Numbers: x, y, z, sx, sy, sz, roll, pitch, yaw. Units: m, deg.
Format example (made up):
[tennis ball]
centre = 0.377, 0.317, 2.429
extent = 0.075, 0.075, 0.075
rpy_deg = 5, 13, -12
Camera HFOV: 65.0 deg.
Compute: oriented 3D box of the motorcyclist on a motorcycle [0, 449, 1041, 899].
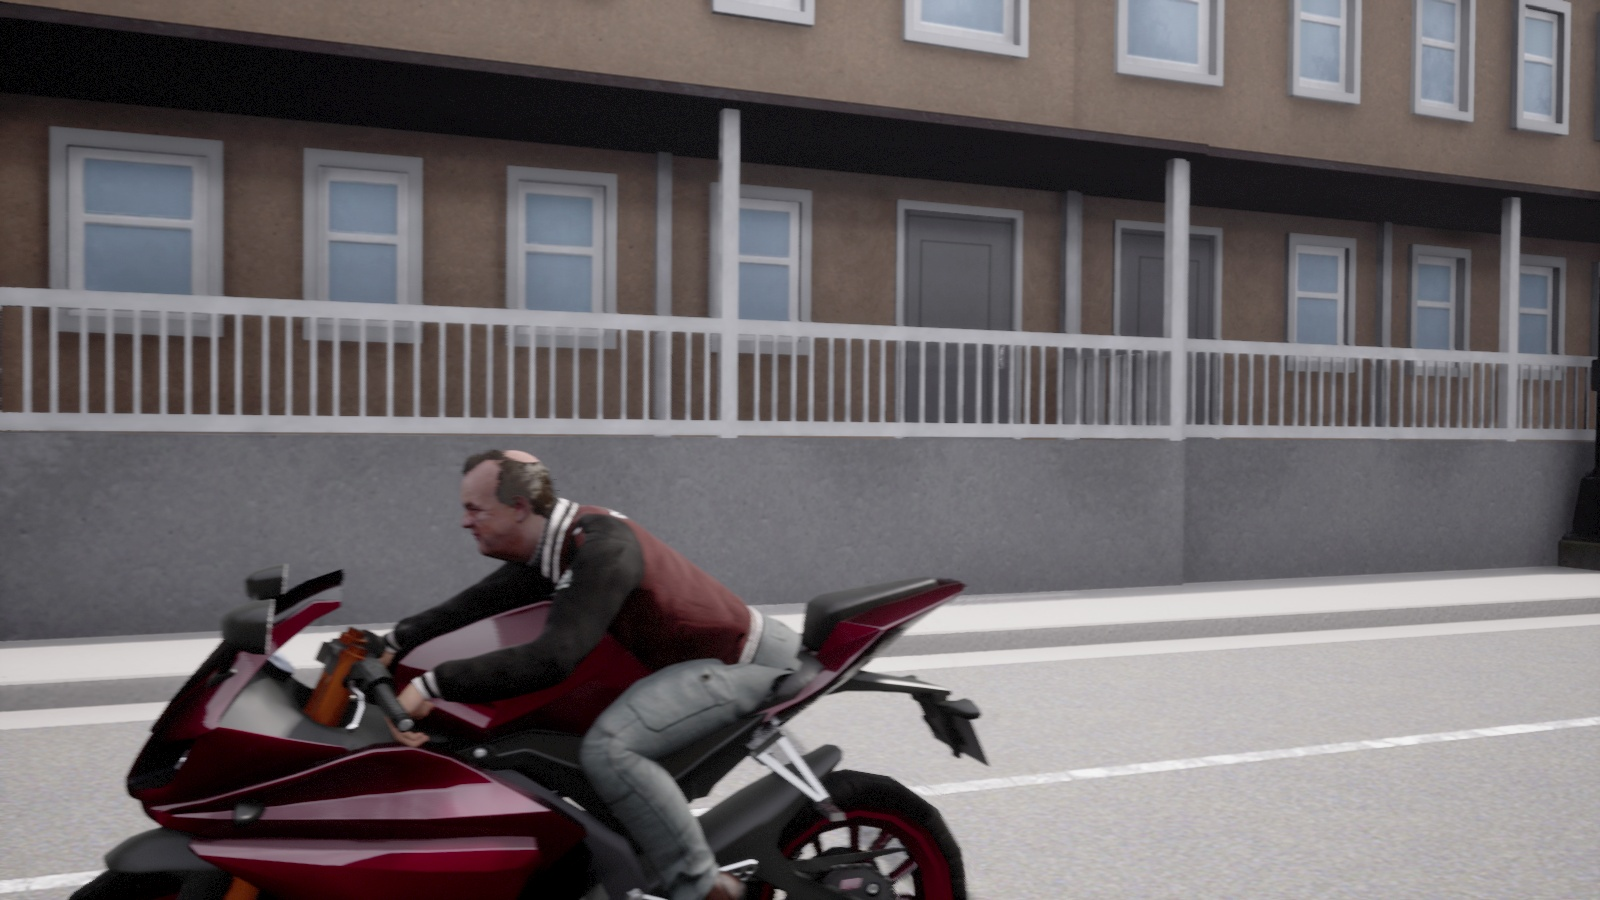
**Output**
[motorcyclist on a motorcycle]
centre = -0.610, 0.789, 2.994
extent = 2.191, 1.530, 0.866
rpy_deg = -1, 1, -20
